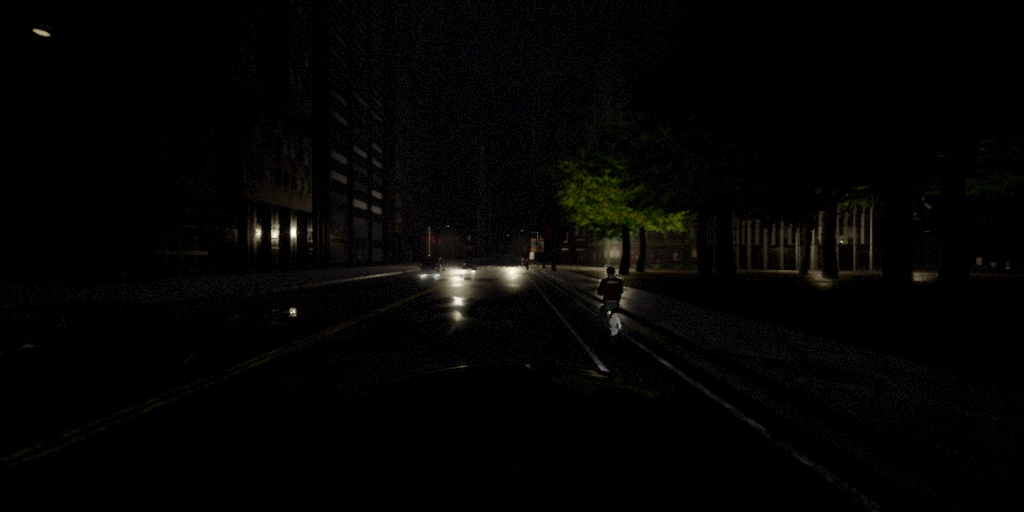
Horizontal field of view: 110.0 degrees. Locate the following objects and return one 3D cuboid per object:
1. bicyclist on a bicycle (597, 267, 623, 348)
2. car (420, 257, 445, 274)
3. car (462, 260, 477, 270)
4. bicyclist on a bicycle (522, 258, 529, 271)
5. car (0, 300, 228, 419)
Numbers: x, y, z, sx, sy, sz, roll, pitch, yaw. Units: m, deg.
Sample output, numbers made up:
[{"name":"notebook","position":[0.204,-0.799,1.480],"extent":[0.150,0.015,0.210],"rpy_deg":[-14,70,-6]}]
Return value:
[{"name":"bicyclist on a bicycle","position":[2.250,1.132,8.390],"extent":[0.659,1.776,1.843],"rpy_deg":[0,0,0]},{"name":"car","position":[-9.837,1.089,44.928],"extent":[2.150,2.045,5.566],"rpy_deg":[0,0,0]},{"name":"car","position":[-6.515,1.418,55.187],"extent":[1.837,1.490,4.892],"rpy_deg":[0,-1,0]},{"name":"bicyclist on a bicycle","position":[2.174,1.330,51.307],"extent":[0.866,1.612,1.509],"rpy_deg":[0,0,1]},{"name":"car","position":[-6.601,1.356,4.882],"extent":[1.895,1.301,4.718],"rpy_deg":[0,0,0]}]
